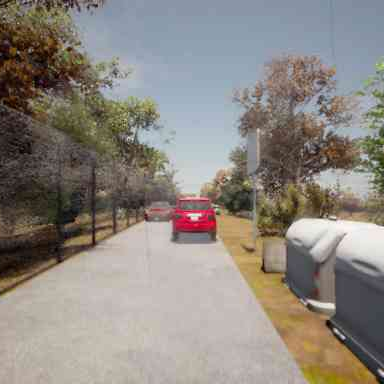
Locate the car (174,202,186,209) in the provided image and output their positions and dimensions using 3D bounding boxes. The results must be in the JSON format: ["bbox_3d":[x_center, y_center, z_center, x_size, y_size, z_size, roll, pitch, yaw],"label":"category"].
[{"bbox_3d":[-2.431,2.833,69.111,2.128,1.511,4.902,0,-2,1],"label":"car"}]

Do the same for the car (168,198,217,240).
[{"bbox_3d":[0.120,1.333,17.906,2.150,2.045,5.566,0,-1,0],"label":"car"}]

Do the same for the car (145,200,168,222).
[{"bbox_3d":[-2.795,1.603,28.810,2.097,1.767,4.553,1,-1,0],"label":"car"}]

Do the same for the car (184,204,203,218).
[{"bbox_3d":[0.182,1.992,36.265,1.895,1.301,4.718,0,-1,0],"label":"car"}]
